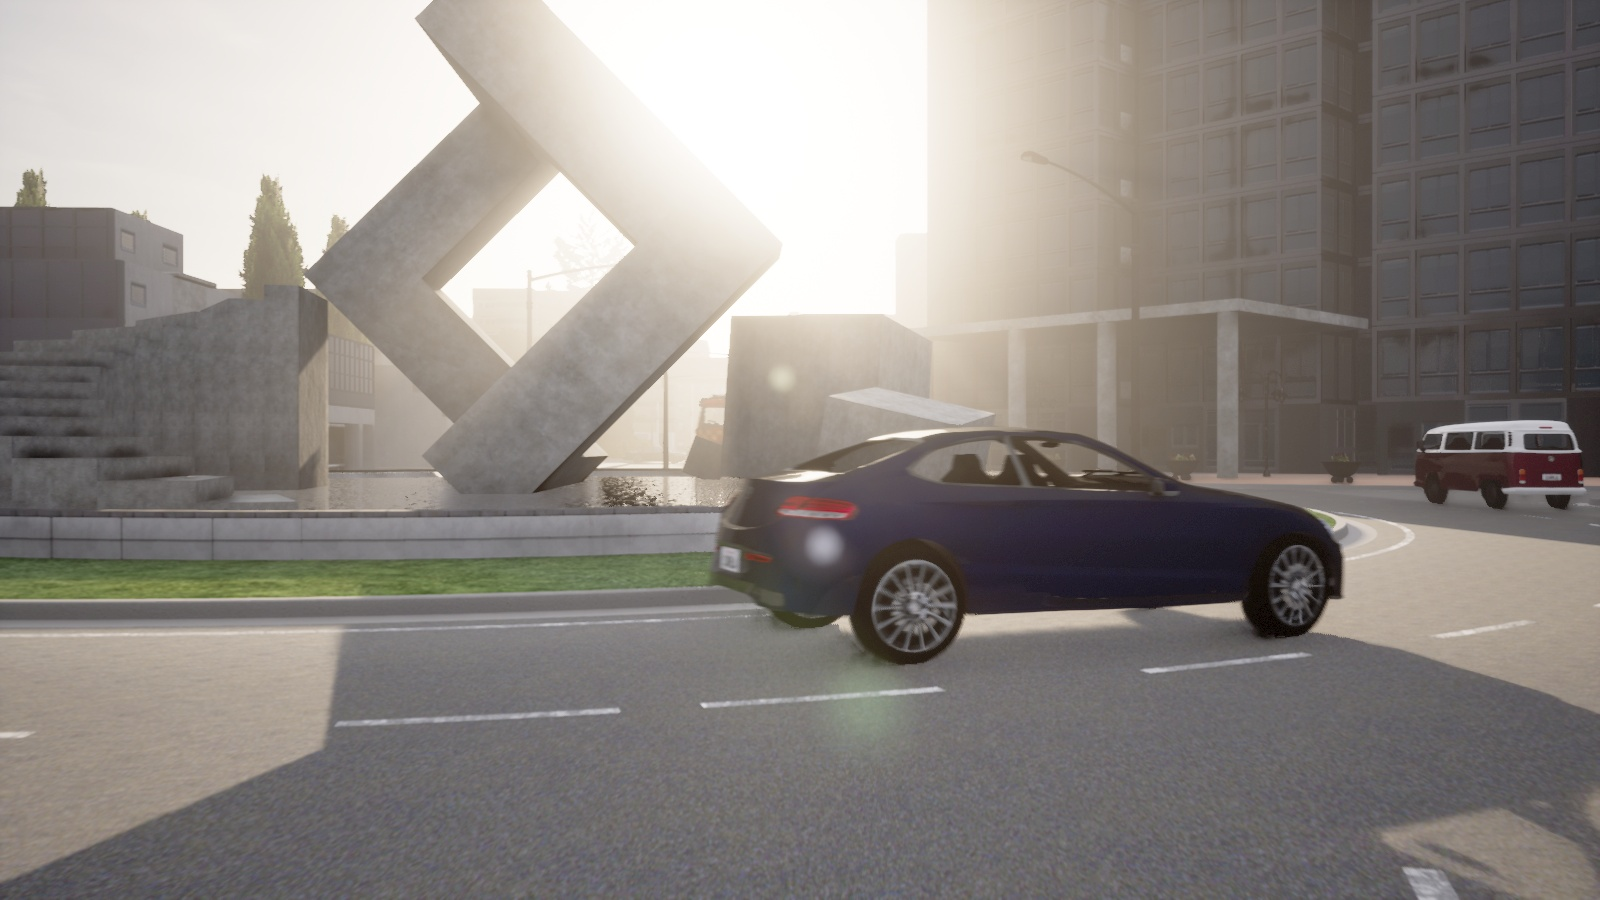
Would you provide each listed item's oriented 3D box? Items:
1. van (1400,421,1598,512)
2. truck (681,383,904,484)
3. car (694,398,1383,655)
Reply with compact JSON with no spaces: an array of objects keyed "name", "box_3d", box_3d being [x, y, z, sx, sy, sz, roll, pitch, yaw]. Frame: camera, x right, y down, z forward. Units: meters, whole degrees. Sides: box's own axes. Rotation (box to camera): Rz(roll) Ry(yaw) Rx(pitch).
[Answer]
[{"name":"van","box_3d":[16.677,0.361,30.264,2.069,2.038,4.480,0,0,-3]},{"name":"truck","box_3d":[-0.321,-0.624,50.432,8.468,3.827,2.891,0,0,22]},{"name":"car","box_3d":[1.880,0.486,10.012,5.027,1.651,2.152,0,0,-22]}]
